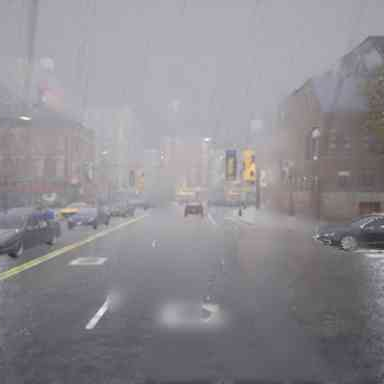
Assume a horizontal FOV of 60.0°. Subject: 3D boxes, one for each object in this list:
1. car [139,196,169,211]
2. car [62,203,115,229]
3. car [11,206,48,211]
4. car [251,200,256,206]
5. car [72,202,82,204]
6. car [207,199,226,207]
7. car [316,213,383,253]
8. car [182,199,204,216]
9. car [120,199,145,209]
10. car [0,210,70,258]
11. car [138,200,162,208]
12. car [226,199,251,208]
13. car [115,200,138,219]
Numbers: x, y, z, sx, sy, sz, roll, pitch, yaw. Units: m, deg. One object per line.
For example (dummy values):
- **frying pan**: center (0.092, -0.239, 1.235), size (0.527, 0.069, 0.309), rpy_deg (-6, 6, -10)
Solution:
- **car**: center (-5.157, 1.633, 48.068), size (2.150, 2.045, 5.566), rpy_deg (0, -1, 18)
- **car**: center (-7.046, 1.723, 23.141), size (1.812, 1.442, 4.674), rpy_deg (0, 0, 0)
- **car**: center (-10.553, 1.659, 21.273), size (1.882, 1.535, 5.008), rpy_deg (0, 0, 0)
- **car**: center (11.531, 2.144, 69.268), size (4.181, 1.385, 1.994), rpy_deg (0, -1, -39)
- **car**: center (-10.468, 1.738, 30.652), size (1.882, 1.535, 5.008), rpy_deg (0, 0, 1)
- **car**: center (4.703, 2.030, 61.547), size (1.837, 1.490, 4.892), rpy_deg (0, -1, 36)
- **car**: center (7.693, 1.623, 13.626), size (4.892, 1.490, 1.837), rpy_deg (0, 0, 8)
- **car**: center (0.292, 1.788, 36.401), size (1.882, 1.535, 5.008), rpy_deg (0, 0, 2)
- **car**: center (-9.818, 1.990, 55.238), size (2.002, 1.452, 4.674), rpy_deg (0, -1, 20)
- **car**: center (-7.084, 1.663, 13.568), size (2.033, 1.411, 5.357), rpy_deg (0, 0, 0)
- **car**: center (-7.646, 2.110, 60.540), size (1.895, 1.301, 4.718), rpy_deg (0, -1, 30)
- **car**: center (8.460, 2.079, 60.304), size (1.994, 1.385, 4.181), rpy_deg (0, -1, 35)
- **car**: center (-6.924, 1.779, 32.436), size (1.837, 1.490, 4.892), rpy_deg (0, 0, 2)
